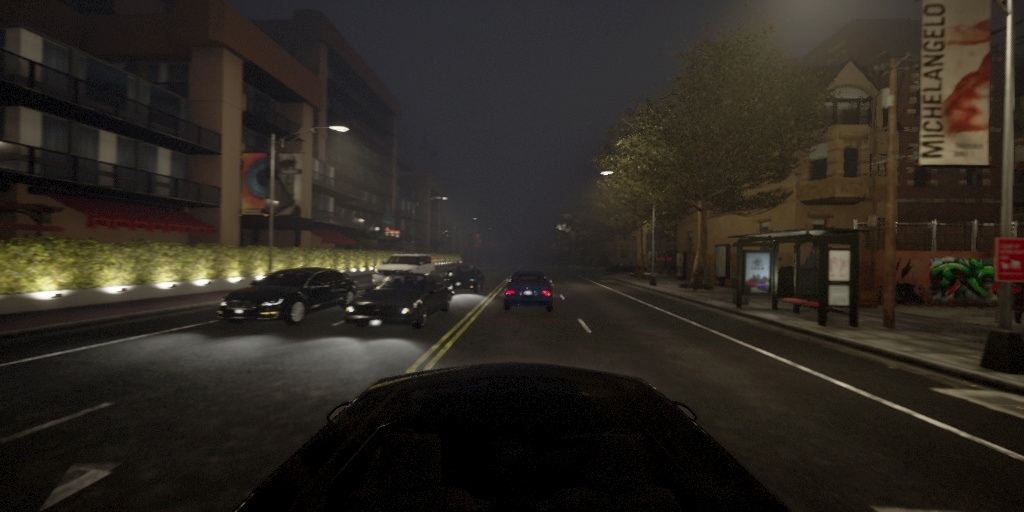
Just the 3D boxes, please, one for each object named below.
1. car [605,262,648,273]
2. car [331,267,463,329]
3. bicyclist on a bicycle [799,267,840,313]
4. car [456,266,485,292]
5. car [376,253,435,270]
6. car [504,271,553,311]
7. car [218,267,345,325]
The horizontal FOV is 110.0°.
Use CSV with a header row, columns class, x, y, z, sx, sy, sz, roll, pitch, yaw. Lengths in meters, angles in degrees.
class,x,y,z,sx,sy,sz,roll,pitch,yaw
car,14.898,1.542,46.710,5.357,1.411,2.033,1,0,-11
car,-3.189,1.238,11.390,2.033,1.411,5.357,1,0,3
bicyclist on a bicycle,11.076,1.240,12.978,1.656,1.620,0.582,2,0,3
car,-2.704,1.259,20.573,1.994,1.385,4.181,1,0,3
car,-6.166,0.856,21.216,2.150,2.045,5.566,1,0,3
car,0.676,1.304,14.672,2.033,1.411,5.357,1,0,3
car,-6.692,1.134,11.382,1.837,1.490,4.892,1,0,3
